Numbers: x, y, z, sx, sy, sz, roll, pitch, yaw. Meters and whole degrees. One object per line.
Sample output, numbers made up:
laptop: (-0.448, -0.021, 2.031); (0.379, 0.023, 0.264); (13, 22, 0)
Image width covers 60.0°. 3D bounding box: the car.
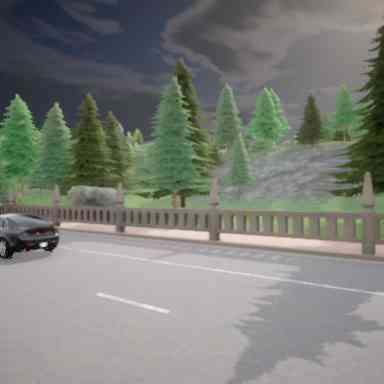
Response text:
car: (-7.312, 1.653, 13.410); (4.892, 1.490, 1.837); (0, 0, 36)
